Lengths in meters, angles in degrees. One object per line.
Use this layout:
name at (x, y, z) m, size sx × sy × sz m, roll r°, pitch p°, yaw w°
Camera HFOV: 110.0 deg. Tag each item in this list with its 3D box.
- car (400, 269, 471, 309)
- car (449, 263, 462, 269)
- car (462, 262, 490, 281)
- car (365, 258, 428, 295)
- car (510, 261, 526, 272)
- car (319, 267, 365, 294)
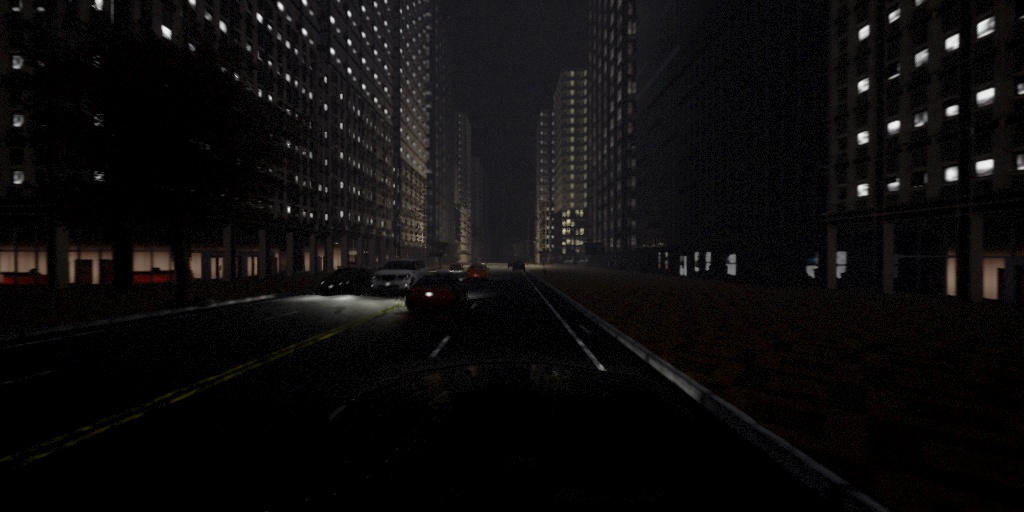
car at (-3.151, 1.441, 15.626) m, size 1.994 × 1.385 × 4.181 m, roll 0°, pitch 0°, yaw 0°
car at (-9.776, 1.869, 63.116) m, size 1.994 × 1.385 × 4.181 m, roll 0°, pitch -1°, yaw 1°
car at (-3.151, 1.518, 33.590) m, size 1.882 × 1.535 × 5.008 m, roll 0°, pitch 0°, yaw 0°
car at (-6.601, 1.153, 21.815) m, size 2.150 × 2.045 × 5.566 m, roll 0°, pitch 0°, yaw 0°
car at (1.134, 1.624, 58.990) m, size 2.097 × 1.767 × 4.553 m, roll 0°, pitch -1°, yaw 0°
car at (-9.849, 1.439, 21.928) m, size 1.837 × 1.490 × 4.892 m, roll 0°, pitch -1°, yaw 0°
